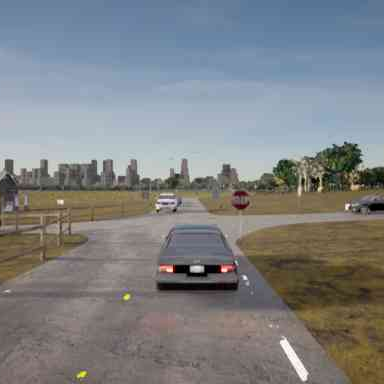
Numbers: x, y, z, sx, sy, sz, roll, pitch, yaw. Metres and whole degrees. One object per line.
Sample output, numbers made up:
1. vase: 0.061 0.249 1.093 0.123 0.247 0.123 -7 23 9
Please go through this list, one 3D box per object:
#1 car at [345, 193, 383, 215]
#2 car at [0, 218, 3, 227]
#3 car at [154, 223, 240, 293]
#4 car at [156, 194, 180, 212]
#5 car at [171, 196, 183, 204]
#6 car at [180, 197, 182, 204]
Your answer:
1. car: 14.354 0.873 25.595 4.902 1.511 2.128 -2 0 0
2. car: -15.576 2.018 22.591 5.008 1.535 1.882 -2 0 0
3. car: 0.094 1.544 8.975 2.033 1.411 5.357 0 0 0
4. car: -2.865 1.212 38.362 2.150 2.045 5.566 0 0 0
5. car: -2.823 1.569 64.411 2.033 1.411 5.357 0 0 1
6. car: -2.861 1.522 50.796 1.812 1.442 4.674 0 0 0
